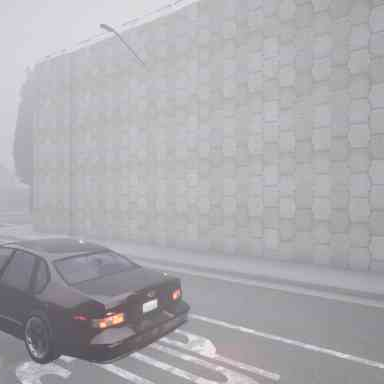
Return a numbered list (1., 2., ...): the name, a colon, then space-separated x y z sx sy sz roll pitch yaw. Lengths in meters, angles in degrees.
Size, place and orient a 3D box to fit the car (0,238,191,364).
1. car: -2.602 1.547 5.834 5.357 1.411 2.033 0 0 35
